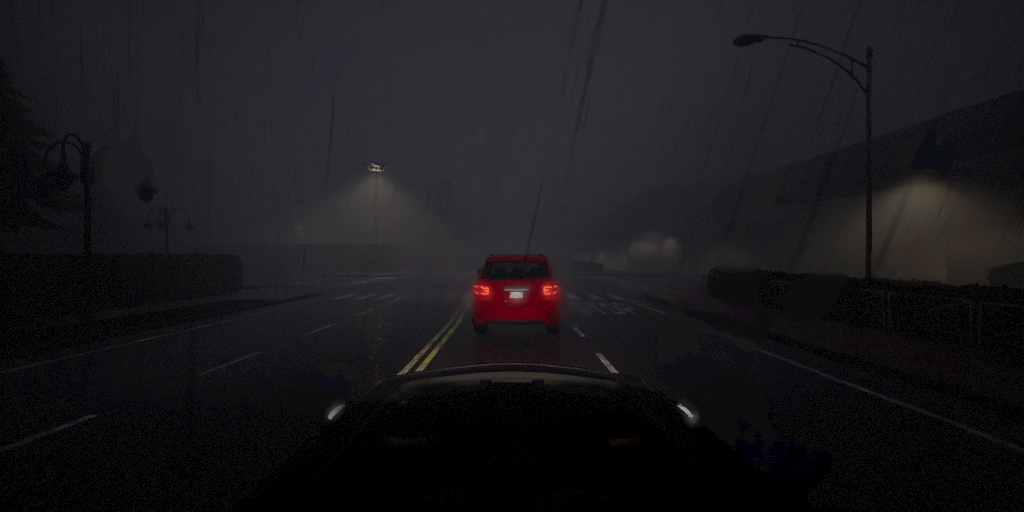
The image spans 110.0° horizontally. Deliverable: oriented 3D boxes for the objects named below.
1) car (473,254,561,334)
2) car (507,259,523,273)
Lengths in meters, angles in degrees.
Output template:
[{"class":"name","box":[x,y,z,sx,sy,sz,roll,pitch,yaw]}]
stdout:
[{"class":"car","box":[0.122,0.971,10.749,2.150,2.045,5.566,0,0,0]},{"class":"car","box":[0.360,1.228,45.602,1.882,1.535,5.008,0,0,1]}]
